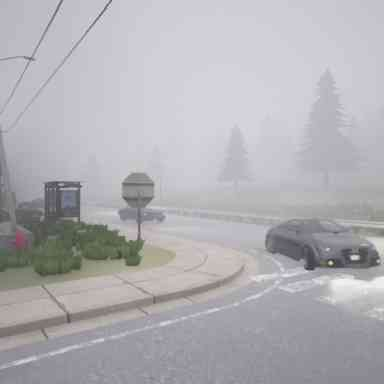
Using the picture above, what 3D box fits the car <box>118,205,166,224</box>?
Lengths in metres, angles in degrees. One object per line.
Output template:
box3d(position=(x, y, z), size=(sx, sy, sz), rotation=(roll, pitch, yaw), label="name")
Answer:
box3d(position=(-3.803, 1.600, 24.854), size=(1.895, 1.301, 4.718), rotation=(0, 0, -34), label="car")

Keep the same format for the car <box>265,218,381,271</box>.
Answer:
box3d(position=(3.996, 1.563, 10.838), size=(1.994, 1.385, 4.181), rotation=(0, 0, -11), label="car")

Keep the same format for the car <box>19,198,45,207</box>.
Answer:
box3d(position=(-19.230, 1.477, 42.108), size=(5.008, 1.535, 1.882), rotation=(0, 0, -14), label="car")
